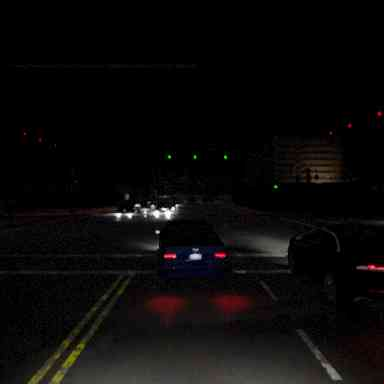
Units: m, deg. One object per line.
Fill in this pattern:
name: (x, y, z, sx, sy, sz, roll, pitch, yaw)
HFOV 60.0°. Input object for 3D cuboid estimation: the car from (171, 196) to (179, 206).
car: (-3.592, 1.556, 52.817, 2.128, 1.511, 4.902, 0, 0, 0)

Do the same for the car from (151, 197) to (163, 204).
car: (-7.010, 1.646, 67.614, 1.994, 1.385, 4.181, 0, 0, 0)

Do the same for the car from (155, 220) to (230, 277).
car: (-0.137, 1.560, 10.270, 2.033, 1.411, 5.357, 0, 0, -5)

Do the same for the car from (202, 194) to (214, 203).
car: (3.490, 1.431, 70.594, 2.097, 1.767, 4.553, 0, 0, 0)

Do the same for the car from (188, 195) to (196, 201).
car: (-0.012, 1.524, 80.577, 1.994, 1.385, 4.181, 0, 0, 0)

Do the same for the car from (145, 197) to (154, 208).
car: (-7.100, 1.564, 47.895, 1.837, 1.490, 4.892, 0, 0, 0)

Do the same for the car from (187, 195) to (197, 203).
car: (-0.010, 1.618, 70.303, 2.033, 1.411, 5.357, 0, 0, 0)

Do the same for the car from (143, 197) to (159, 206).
car: (-7.072, 1.618, 57.695, 2.033, 1.411, 5.357, 0, 0, 0)

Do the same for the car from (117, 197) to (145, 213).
car: (-7.147, 1.594, 38.253, 2.033, 1.411, 5.357, 0, 0, 2)

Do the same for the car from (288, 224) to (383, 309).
car: (3.657, 1.501, 7.856, 2.128, 1.511, 4.902, 0, 0, 2)

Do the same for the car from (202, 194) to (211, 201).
car: (3.488, 1.327, 80.550, 2.097, 1.767, 4.553, 0, 0, 0)

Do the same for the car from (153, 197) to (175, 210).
car: (-3.605, 1.654, 43.500, 1.895, 1.301, 4.718, 0, 0, 0)

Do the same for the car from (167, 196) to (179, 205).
car: (-3.530, 1.582, 62.863, 1.837, 1.490, 4.892, 0, 0, 0)
